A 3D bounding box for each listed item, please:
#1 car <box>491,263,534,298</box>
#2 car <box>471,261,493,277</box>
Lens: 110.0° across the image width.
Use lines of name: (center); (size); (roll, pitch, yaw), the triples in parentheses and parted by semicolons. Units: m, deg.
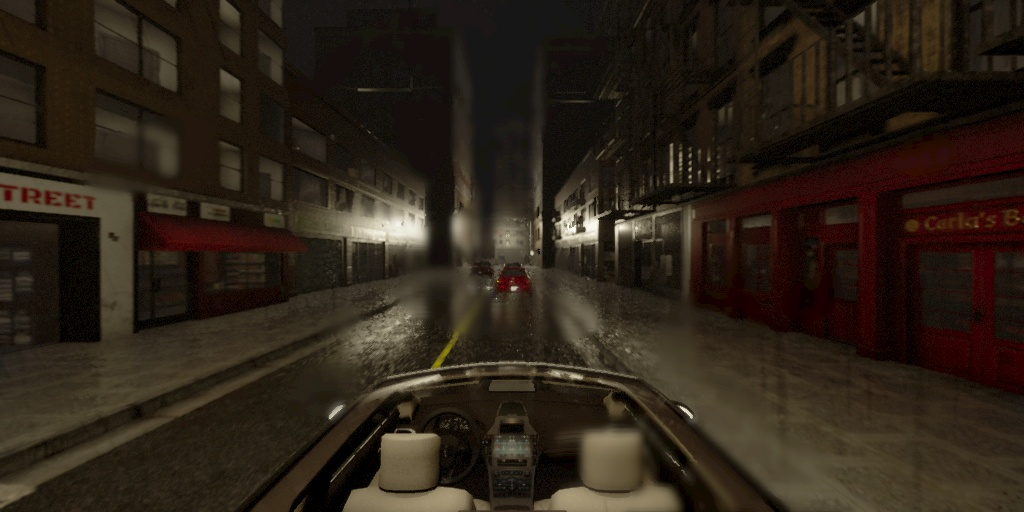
car: (0.091, 1.248, 18.007); (1.812, 1.442, 4.674); (0, 0, 0)
car: (-2.741, 1.183, 34.268); (1.882, 1.535, 5.008); (0, 0, 0)
